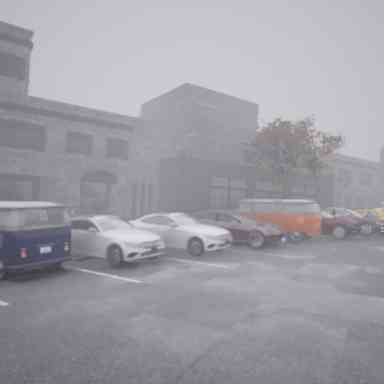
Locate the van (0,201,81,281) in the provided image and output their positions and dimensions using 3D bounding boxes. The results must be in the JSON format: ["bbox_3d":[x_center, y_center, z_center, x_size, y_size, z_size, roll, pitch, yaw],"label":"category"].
[{"bbox_3d":[-5.541,1.251,9.778,4.442,1.987,1.878,-1,-1,35],"label":"van"}]

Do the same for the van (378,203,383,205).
[{"bbox_3d":[15.982,1.834,24.997,4.442,1.987,1.878,0,-2,35],"label":"van"}]

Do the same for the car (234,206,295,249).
[{"bbox_3d":[1.751,1.550,14.792,4.792,1.488,2.163,-1,-1,35],"label":"car"}]

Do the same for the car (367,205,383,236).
[{"bbox_3d":[8.897,1.701,19.886,4.892,1.521,2.231,0,-2,35],"label":"car"}]

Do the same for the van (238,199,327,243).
[{"bbox_3d":[4.023,1.336,16.573,4.442,1.987,1.878,-1,-1,35],"label":"van"}]

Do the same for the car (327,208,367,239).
[{"bbox_3d":[6.506,1.620,18.200,5.008,1.535,2.097,-1,-2,35],"label":"car"}]

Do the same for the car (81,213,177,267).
[{"bbox_3d":[-3.055,1.524,11.416,4.674,1.452,2.002,-1,-1,35],"label":"car"}]

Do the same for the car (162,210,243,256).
[{"bbox_3d":[-0.660,1.539,13.119,4.674,1.452,2.002,-1,-1,35],"label":"car"}]
